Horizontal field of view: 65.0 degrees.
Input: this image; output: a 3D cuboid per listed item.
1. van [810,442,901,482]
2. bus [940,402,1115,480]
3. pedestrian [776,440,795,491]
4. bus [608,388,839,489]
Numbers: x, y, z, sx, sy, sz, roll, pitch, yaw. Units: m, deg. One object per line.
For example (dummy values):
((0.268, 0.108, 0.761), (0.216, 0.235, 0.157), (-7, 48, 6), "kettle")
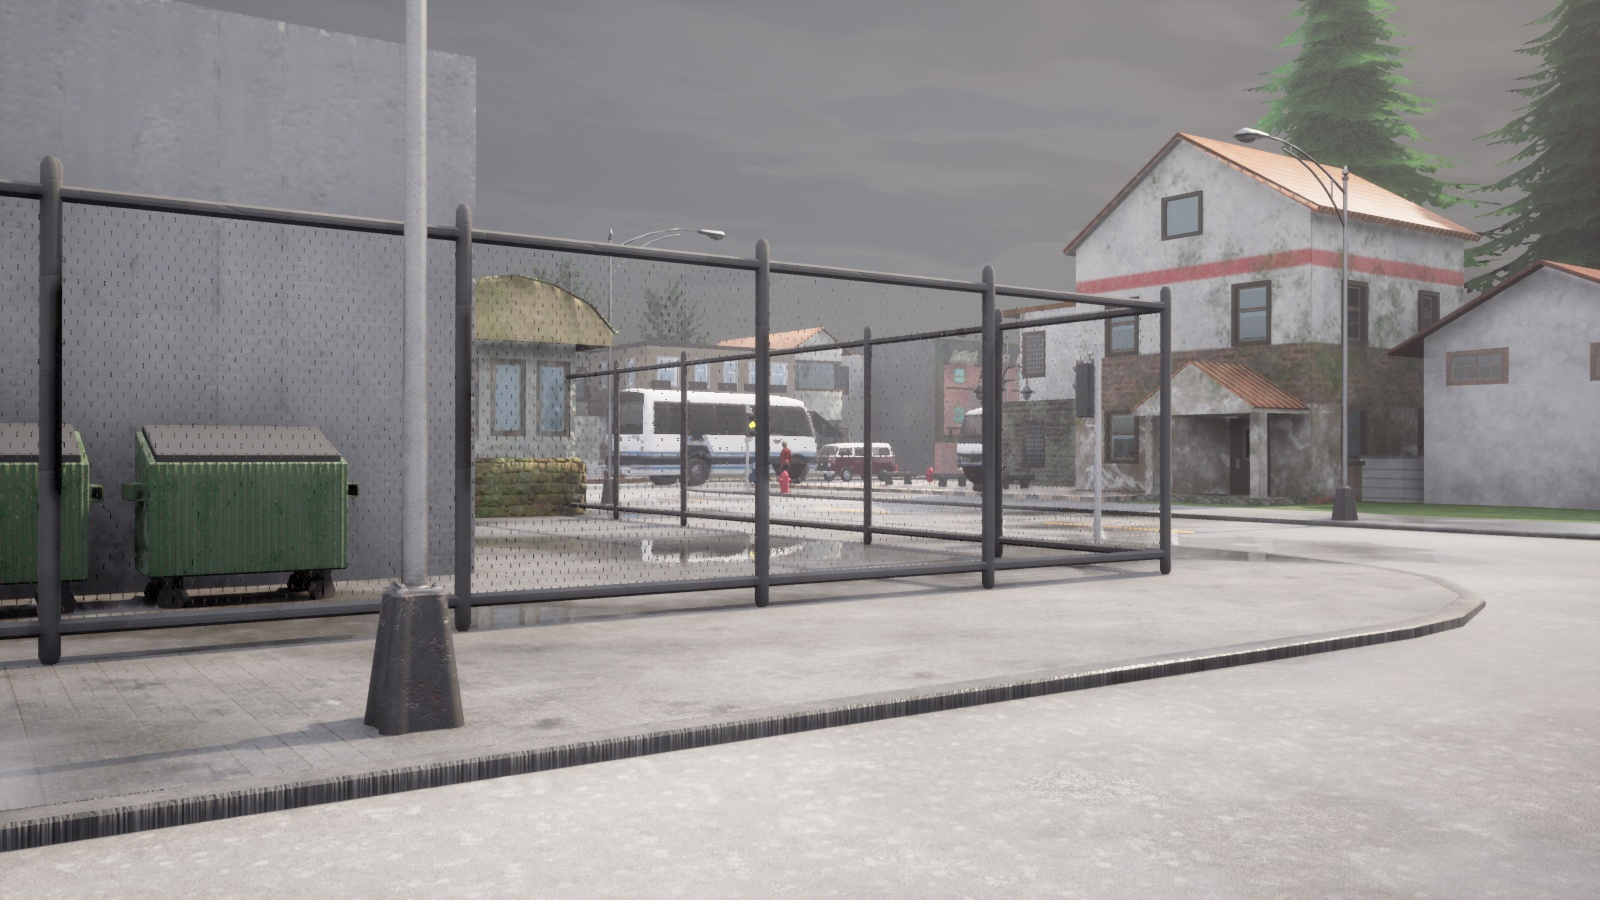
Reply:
((2.929, 0.624, 66.090), (4.480, 2.038, 2.069), (0, 0, -35), "van")
((13.354, -0.481, 73.223), (10.273, 4.253, 3.944), (0, 0, -35), "bus")
((-0.533, 0.564, 46.224), (0.636, 1.846, 0.331), (0, 0, 39), "pedestrian")
((-3.343, -0.484, 57.700), (10.273, 4.253, 3.944), (0, 0, -40), "bus")
